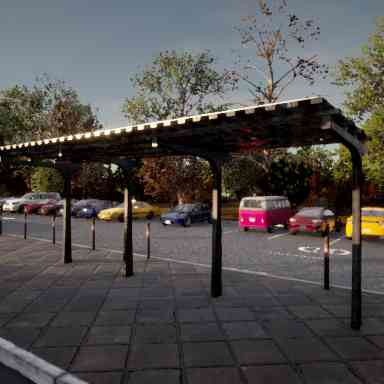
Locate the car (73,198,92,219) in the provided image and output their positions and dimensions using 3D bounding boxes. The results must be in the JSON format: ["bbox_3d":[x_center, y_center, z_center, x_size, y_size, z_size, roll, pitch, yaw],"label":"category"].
[{"bbox_3d":[-6.897,1.431,27.567,2.163,1.488,4.792,0,0,35],"label":"car"}]

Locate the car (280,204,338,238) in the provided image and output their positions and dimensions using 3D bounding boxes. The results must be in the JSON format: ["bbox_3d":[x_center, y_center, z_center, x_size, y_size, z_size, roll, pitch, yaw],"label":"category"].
[{"bbox_3d":[6.681,1.526,17.927,2.002,1.452,4.674,0,0,35],"label":"car"}]

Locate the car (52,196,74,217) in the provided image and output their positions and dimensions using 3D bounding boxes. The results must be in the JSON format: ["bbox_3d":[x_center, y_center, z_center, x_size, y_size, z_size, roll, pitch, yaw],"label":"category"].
[{"bbox_3d":[-9.176,1.389,29.150,2.231,1.521,4.892,0,0,35],"label":"car"}]

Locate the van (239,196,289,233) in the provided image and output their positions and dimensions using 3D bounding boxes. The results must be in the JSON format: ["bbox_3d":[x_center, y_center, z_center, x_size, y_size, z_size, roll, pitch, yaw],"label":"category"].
[{"bbox_3d":[4.486,1.246,19.626,1.878,1.987,4.442,0,0,35],"label":"van"}]

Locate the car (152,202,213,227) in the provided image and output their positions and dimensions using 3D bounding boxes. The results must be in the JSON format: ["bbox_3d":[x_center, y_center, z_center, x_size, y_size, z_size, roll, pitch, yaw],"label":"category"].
[{"bbox_3d":[-0.131,1.473,22.712,2.163,1.488,4.792,0,0,35],"label":"car"}]

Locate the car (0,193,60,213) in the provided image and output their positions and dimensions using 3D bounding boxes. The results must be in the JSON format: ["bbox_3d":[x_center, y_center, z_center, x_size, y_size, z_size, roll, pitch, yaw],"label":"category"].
[{"bbox_3d":[-15.995,1.095,33.928,2.435,2.045,5.566,0,0,35],"label":"car"}]

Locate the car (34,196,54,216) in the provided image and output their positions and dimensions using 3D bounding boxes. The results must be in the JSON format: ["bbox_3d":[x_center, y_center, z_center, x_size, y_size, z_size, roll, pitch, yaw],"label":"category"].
[{"bbox_3d":[-11.443,1.374,30.752,2.097,1.535,5.008,0,0,35],"label":"car"}]

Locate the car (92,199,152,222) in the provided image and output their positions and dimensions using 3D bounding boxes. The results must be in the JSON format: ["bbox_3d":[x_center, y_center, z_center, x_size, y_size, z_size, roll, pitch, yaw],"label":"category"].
[{"bbox_3d":[-4.755,1.413,25.789,1.946,1.575,5.366,0,0,35],"label":"car"}]

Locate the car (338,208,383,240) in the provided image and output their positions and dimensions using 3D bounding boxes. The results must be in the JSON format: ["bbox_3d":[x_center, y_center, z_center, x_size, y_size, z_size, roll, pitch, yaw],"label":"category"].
[{"bbox_3d":[8.948,1.500,16.322,2.097,1.535,5.008,0,0,35],"label":"car"}]

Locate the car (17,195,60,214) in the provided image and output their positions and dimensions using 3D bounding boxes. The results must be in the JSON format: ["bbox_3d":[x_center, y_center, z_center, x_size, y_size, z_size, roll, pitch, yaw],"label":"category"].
[{"bbox_3d":[-13.710,1.360,32.354,2.097,1.535,5.008,0,0,35],"label":"car"}]
